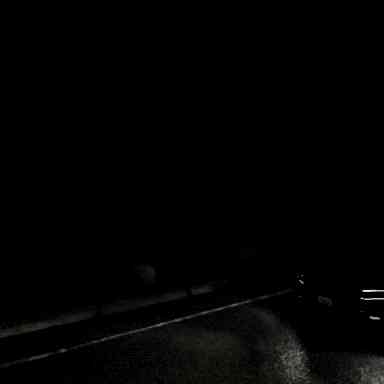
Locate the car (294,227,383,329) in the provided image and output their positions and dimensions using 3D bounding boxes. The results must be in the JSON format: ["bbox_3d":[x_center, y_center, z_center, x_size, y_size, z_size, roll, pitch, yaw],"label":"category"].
[{"bbox_3d":[4.189,1.484,6.816,5.008,1.535,1.882,0,0,-35],"label":"car"}]
